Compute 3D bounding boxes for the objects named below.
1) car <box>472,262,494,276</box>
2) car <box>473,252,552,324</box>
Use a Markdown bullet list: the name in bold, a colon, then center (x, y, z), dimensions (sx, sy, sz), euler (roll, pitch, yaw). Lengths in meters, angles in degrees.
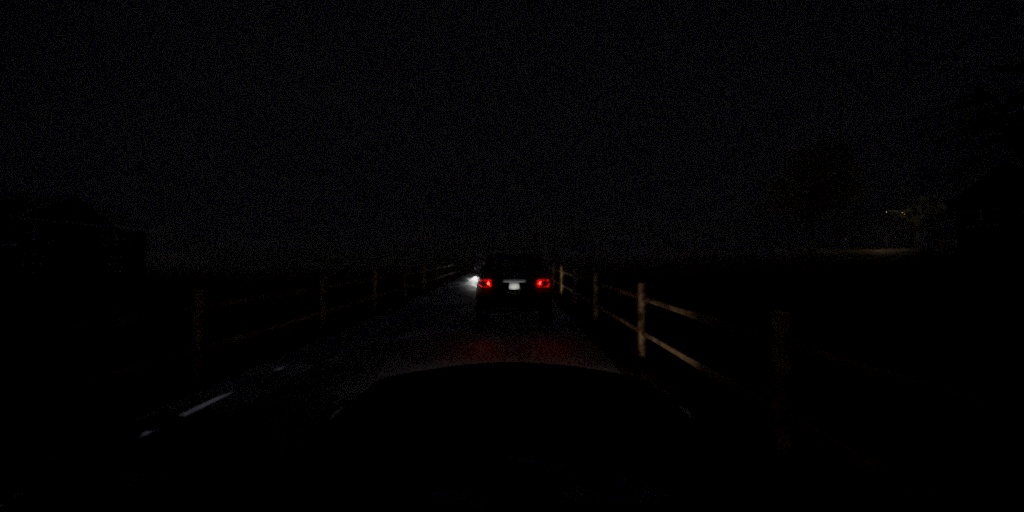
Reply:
- **car**: center (-2.859, 1.270, 36.776), dimensions (1.895, 1.301, 4.718), euler (0, 0, 0)
- **car**: center (0.074, 0.955, 12.074), dimensions (2.150, 2.045, 5.566), euler (0, -1, 0)
